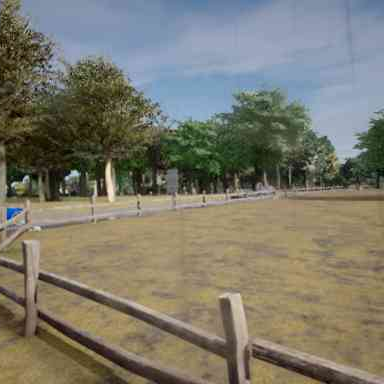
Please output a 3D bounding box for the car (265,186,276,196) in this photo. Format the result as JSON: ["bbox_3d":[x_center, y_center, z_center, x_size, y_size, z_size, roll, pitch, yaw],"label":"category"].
[{"bbox_3d":[12.166,-0.223,54.863,2.097,1.767,4.553,-3,0,35],"label":"car"}]

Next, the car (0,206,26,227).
[{"bbox_3d":[-10.728,1.130,16.593,1.882,1.535,5.008,-3,0,35],"label":"car"}]

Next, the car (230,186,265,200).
[{"bbox_3d":[6.703,0.249,41.129,2.033,1.411,5.357,-3,0,35],"label":"car"}]
